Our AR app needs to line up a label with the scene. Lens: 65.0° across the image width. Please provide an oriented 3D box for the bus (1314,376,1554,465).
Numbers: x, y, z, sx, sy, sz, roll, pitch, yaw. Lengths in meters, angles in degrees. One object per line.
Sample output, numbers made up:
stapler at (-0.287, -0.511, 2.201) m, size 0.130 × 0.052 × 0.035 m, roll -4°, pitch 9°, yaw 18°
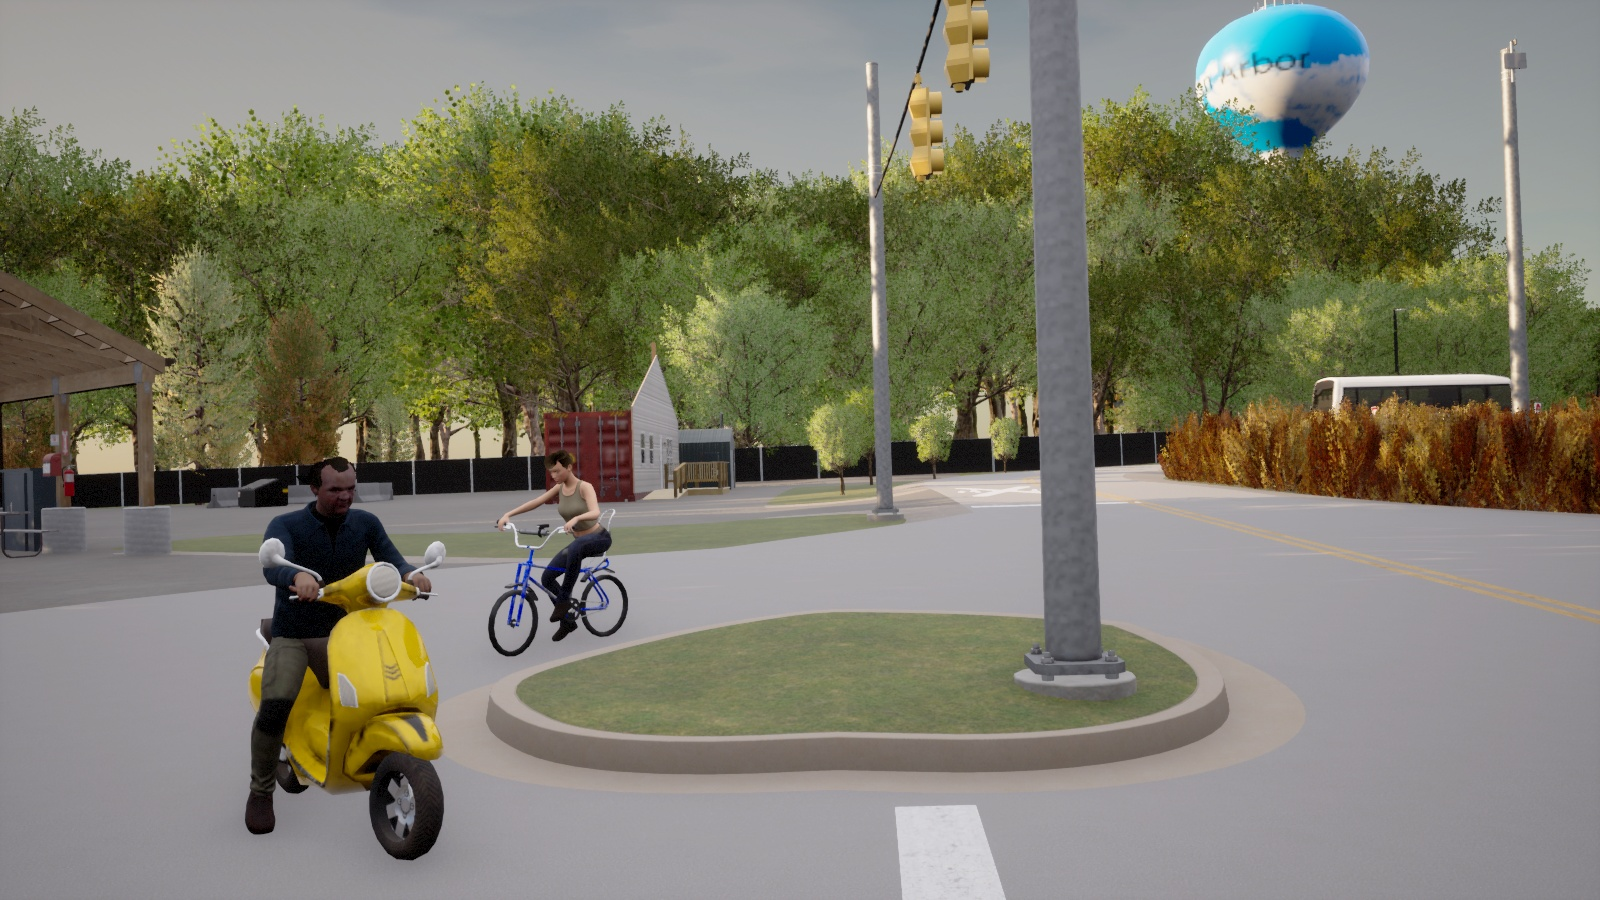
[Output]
bus at (32.459, -1.478, 64.714) m, size 10.273 × 4.253 × 3.944 m, roll -1°, pitch 0°, yaw 2°

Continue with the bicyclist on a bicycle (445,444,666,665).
bicyclist on a bicycle at (-1.980, 0.793, 10.329) m, size 0.866 × 1.612 × 1.509 m, roll -1°, pitch 2°, yaw 39°

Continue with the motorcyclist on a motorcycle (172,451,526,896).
motorcyclist on a motorcycle at (-2.028, 0.809, 5.479) m, size 0.866 × 1.590 × 1.817 m, roll 0°, pitch 0°, yaw -40°
